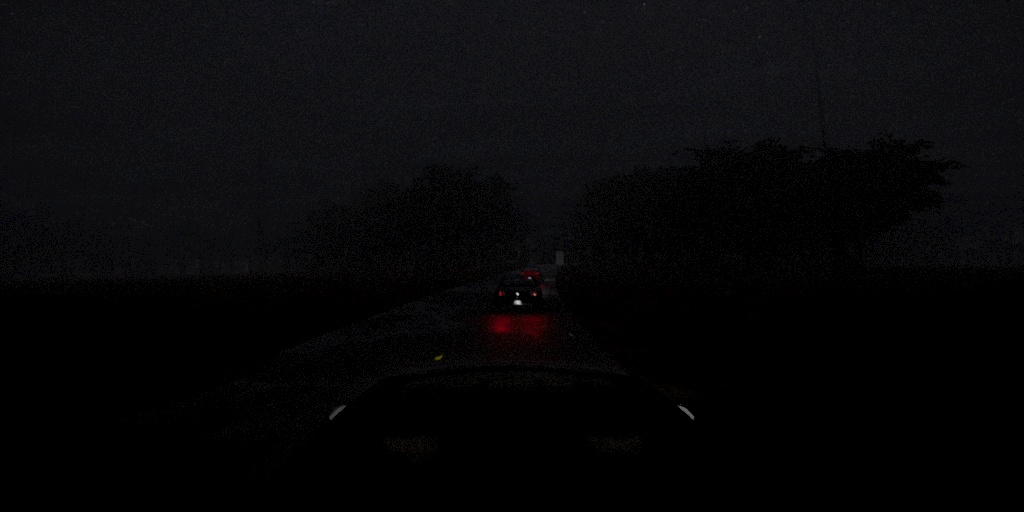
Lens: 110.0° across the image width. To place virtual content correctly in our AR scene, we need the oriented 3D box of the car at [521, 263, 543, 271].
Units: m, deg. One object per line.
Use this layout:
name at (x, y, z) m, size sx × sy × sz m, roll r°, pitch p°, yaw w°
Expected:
car at (1.689, 1.558, 30.936) m, size 1.812 × 1.442 × 4.674 m, roll 0°, pitch 0°, yaw 7°

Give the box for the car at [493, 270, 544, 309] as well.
car at (0.345, 1.485, 15.816) m, size 1.895 × 1.301 × 4.718 m, roll 0°, pitch -1°, yaw 3°
